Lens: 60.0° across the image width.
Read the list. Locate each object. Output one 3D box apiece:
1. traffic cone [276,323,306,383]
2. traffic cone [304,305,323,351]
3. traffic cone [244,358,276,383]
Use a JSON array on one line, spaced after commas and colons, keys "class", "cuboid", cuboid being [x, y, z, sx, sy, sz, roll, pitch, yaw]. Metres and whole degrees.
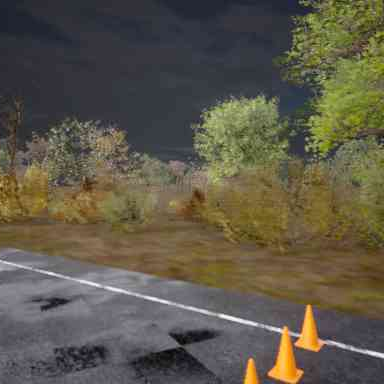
[{"class": "traffic cone", "cuboid": [1.168, 1.980, 4.156, 0.340, 0.580, 0.340, 0, 0, 35]}, {"class": "traffic cone", "cuboid": [1.746, 1.985, 4.972, 0.340, 0.580, 0.340, 0, 0, 35]}, {"class": "traffic cone", "cuboid": [0.591, 1.974, 3.339, 0.340, 0.580, 0.340, 0, 0, 35]}]
